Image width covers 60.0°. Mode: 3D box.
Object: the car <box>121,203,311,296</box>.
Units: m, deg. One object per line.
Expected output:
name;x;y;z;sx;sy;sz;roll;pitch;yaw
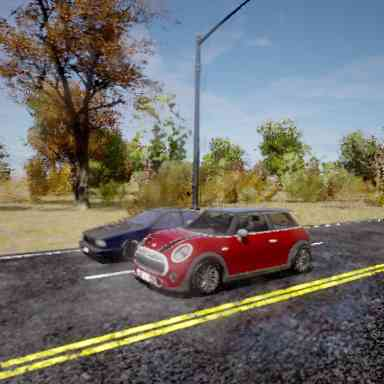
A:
car;0.880;1.168;8.240;4.553;1.767;2.097;0;2;-35

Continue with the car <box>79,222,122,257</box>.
car;-0.830;1.260;11.021;5.357;1.411;2.033;0;2;-35
